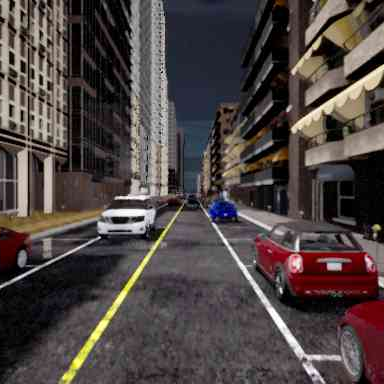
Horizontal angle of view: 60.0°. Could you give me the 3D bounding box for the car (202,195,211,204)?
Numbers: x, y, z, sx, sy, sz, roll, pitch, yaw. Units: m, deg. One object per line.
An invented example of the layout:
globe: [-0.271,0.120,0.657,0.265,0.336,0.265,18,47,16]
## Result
car: [2.686,1.477,47.769,2.008,1.369,4.403,0,0,0]

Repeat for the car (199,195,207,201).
car: [2.682,1.474,81.660,1.802,1.307,4.206,0,0,0]

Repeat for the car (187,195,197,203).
car: [-0.006,1.332,68.064,1.837,1.490,4.892,0,0,0]

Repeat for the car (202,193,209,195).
car: [2.684,1.354,59.065,1.967,1.590,4.097,0,0,0]

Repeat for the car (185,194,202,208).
car: [0.022,1.420,46.798,2.128,1.511,4.902,0,0,1]

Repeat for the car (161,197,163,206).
car: [-5.694,1.476,47.767,2.008,1.369,4.403,0,0,0]

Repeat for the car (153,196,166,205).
car: [-5.696,1.439,58.894,1.752,1.417,4.829,0,0,0]

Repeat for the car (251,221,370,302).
car: [2.691,1.426,8.229,1.967,1.590,4.097,0,0,0]

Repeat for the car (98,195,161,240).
car: [-3.100,1.194,17.039,2.150,2.045,5.566,0,0,0]

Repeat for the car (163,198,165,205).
car: [-5.696,1.360,53.416,1.967,1.590,4.097,0,0,0]

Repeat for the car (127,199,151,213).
car: [-5.693,1.506,36.470,1.947,1.339,4.313,0,0,0]

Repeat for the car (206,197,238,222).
car: [2.358,1.434,25.885,1.882,1.535,5.008,0,0,0]

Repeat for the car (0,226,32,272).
car: [-5.690,1.530,8.228,1.887,1.381,4.507,0,0,0]

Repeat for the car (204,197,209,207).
car: [2.688,1.506,36.471,1.947,1.339,4.313,0,0,0]

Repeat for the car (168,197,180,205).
car: [-3.057,1.517,56.328,1.895,1.301,4.718,0,0,1]

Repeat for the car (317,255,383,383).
car: [2.692,1.577,2.580,1.802,1.307,4.206,0,0,0]

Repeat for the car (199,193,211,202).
car: [2.684,1.218,70.362,2.192,1.841,5.009,0,0,0]
